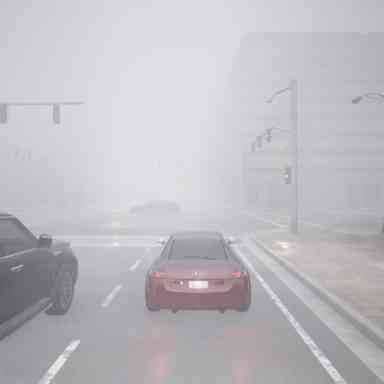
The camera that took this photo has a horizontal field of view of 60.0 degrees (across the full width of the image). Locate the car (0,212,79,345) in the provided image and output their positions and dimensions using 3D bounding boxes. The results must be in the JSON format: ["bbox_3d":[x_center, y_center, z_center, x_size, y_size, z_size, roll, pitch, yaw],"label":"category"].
[{"bbox_3d":[-3.397,1.221,4.398,2.150,2.045,5.566,0,0,1],"label":"car"}]

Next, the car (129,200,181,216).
[{"bbox_3d":[-3.533,1.504,31.869,4.892,1.490,1.837,0,0,0],"label":"car"}]

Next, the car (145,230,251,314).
[{"bbox_3d":[0.113,1.564,7.723,1.994,1.385,4.181,0,0,0],"label":"car"}]
